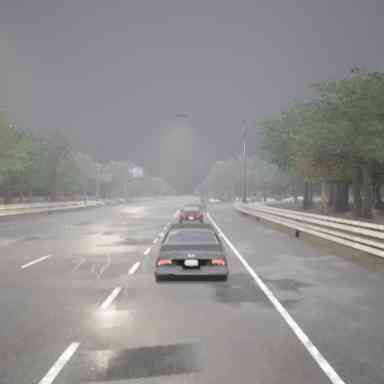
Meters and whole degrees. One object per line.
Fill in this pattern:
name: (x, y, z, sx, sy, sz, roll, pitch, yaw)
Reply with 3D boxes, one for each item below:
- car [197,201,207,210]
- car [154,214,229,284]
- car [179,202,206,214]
car: (1.002, 1.961, 46.491, 1.895, 1.301, 4.718, 0, 0, 9)
car: (-0.017, 1.625, 9.841, 2.033, 1.411, 5.357, 0, 0, 0)
car: (-0.053, 1.740, 26.467, 1.812, 1.442, 4.674, 0, -1, 0)
